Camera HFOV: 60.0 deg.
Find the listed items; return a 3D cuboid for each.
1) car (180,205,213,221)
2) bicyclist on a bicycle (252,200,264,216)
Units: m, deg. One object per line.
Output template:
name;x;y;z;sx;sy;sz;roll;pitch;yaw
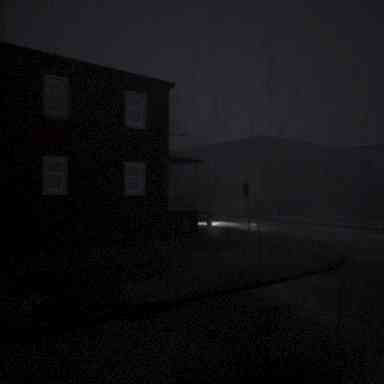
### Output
car;-0.024;1.770;28.526;1.994;1.385;4.181;1;-1;-35
bicyclist on a bicycle;6.662;1.660;33.612;1.656;1.620;0.582;1;0;-35
